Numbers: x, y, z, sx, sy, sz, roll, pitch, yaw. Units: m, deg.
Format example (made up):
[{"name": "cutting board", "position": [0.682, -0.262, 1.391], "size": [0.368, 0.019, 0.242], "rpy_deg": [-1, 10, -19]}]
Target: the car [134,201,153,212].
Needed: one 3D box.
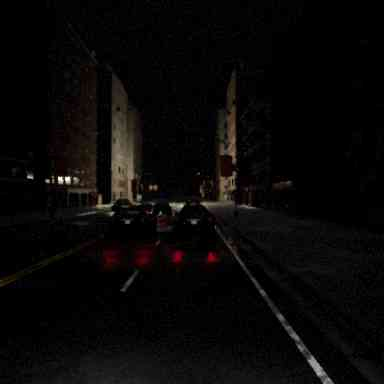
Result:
[{"name": "car", "position": [-6.564, 2.010, 45.703], "size": [1.994, 1.385, 4.181], "rpy_deg": [0, -1, 0]}]

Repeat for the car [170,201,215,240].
[{"name": "car", "position": [0.106, 1.525, 18.278], "size": [2.097, 1.767, 4.553], "rpy_deg": [0, -1, 0]}]

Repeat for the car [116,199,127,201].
[{"name": "car", "position": [-9.814, 1.804, 46.302], "size": [2.097, 1.767, 4.553], "rpy_deg": [0, -1, 0]}]

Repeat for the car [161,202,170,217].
[{"name": "car", "position": [-3.135, 1.848, 35.604], "size": [1.837, 1.490, 4.892], "rpy_deg": [0, -1, 0]}]

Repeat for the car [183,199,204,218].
[{"name": "car", "position": [0.115, 1.691, 35.242], "size": [2.097, 1.767, 4.553], "rpy_deg": [0, -1, 0]}]

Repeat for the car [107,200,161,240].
[{"name": "car", "position": [-3.144, 1.525, 18.334], "size": [2.097, 1.767, 4.553], "rpy_deg": [0, -1, 0]}]
